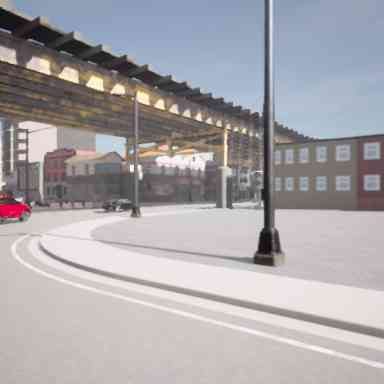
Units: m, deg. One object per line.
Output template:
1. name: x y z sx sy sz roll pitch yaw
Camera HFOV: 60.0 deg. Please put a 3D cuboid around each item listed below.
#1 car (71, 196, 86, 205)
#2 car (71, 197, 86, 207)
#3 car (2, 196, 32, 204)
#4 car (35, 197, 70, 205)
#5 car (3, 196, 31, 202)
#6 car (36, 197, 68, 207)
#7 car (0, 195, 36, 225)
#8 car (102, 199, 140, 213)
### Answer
1. car: -17.749 1.342 52.066 1.853 1.218 4.536 0 0 -23
2. car: -17.728 1.500 52.019 2.038 1.542 4.974 0 0 -23
3. car: -34.611 1.522 65.832 4.974 1.542 2.038 0 0 2
4. car: -21.308 1.345 50.811 4.536 1.218 1.853 0 0 7
5. car: -34.559 1.365 65.831 4.536 1.218 1.853 0 0 2
6. car: -21.256 1.502 50.805 4.974 1.542 2.038 0 0 7
7. car: -13.690 1.246 23.454 2.150 2.045 5.566 0 0 3
8. car: -8.045 1.524 38.065 2.128 1.511 4.902 0 0 33
